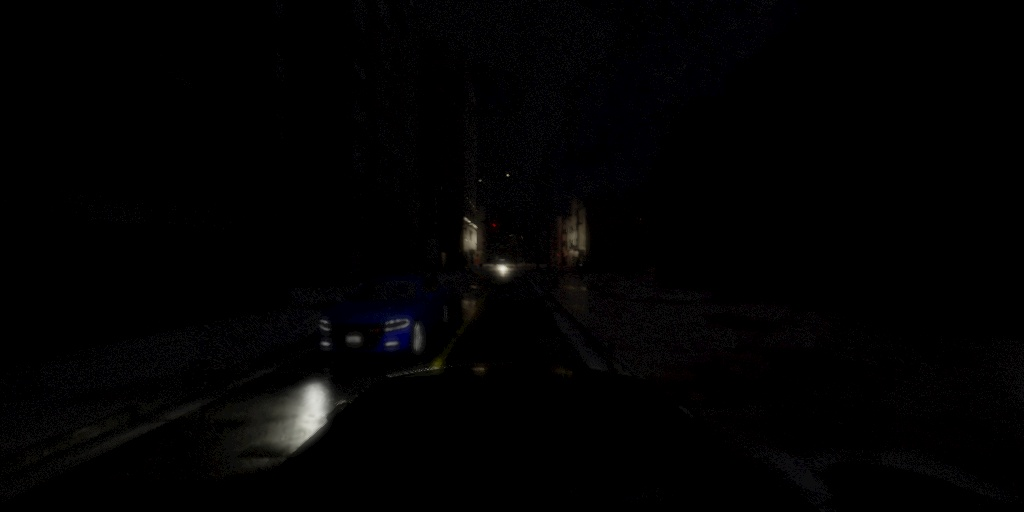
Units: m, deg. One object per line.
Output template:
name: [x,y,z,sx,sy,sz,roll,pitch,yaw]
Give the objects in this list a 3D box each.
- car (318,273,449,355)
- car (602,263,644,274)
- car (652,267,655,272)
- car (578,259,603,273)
car: [-2.837,1.240,8.956,1.882,1.535,5.008,0,0,0]
car: [13.292,1.513,42.169,4.313,1.339,1.948,0,0,0]
car: [19.084,1.517,42.170,4.829,1.417,1.751,0,0,0]
car: [10.650,1.194,44.809,4.553,1.767,2.097,0,0,0]
